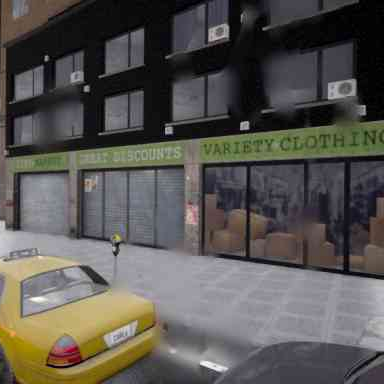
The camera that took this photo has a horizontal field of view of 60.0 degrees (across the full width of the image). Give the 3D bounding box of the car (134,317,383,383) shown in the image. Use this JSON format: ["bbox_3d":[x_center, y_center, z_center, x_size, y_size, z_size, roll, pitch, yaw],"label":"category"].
[{"bbox_3d":[2.028,1.551,1.641,4.403,1.369,2.008,0,1,36],"label":"car"}]

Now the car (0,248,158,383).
[{"bbox_3d":[-2.654,1.524,4.990,4.829,1.417,1.752,0,1,36],"label":"car"}]
